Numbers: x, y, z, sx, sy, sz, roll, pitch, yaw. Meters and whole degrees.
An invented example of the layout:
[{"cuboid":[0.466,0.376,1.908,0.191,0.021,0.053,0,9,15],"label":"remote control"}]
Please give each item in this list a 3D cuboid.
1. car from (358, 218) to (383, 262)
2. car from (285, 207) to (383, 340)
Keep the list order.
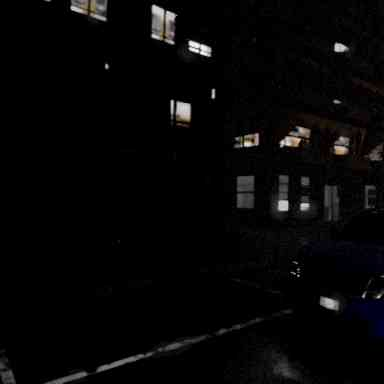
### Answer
[{"cuboid":[8.424,1.735,12.668,4.507,1.381,1.887,1,0,-36],"label":"car"},{"cuboid":[4.233,1.320,6.448,5.566,2.045,2.150,2,-1,-36],"label":"car"}]
